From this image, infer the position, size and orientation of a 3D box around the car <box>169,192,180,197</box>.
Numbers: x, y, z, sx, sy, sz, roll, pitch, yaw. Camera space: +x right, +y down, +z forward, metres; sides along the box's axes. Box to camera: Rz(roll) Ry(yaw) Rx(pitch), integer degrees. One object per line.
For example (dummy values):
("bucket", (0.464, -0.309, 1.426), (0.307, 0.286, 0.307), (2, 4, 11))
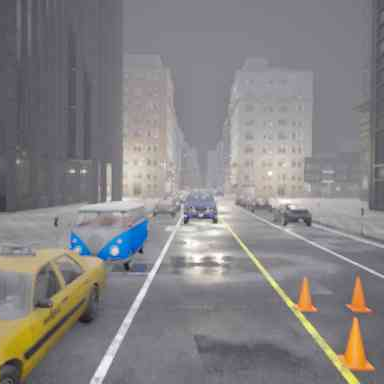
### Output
("car", (-2.046, 1.067, 32.781), (1.967, 1.590, 4.097), (0, 1, 1))

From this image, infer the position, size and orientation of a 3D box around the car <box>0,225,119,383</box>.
("car", (-2.457, 1.460, 4.414), (1.752, 1.417, 4.829), (0, 1, 1))

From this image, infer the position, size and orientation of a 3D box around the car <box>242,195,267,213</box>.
("car", (6.479, 1.136, 32.633), (1.967, 1.590, 4.097), (0, 1, 1))

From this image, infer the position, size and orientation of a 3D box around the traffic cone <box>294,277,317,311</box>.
("traffic cone", (2.152, 1.907, 6.327), (0.340, 0.580, 0.340), (0, 1, 1))

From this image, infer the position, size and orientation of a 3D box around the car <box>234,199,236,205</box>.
("car", (6.641, 1.109, 43.912), (1.887, 1.381, 4.507), (0, 1, 1))

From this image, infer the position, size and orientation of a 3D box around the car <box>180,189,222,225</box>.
("car", (0.573, 0.987, 22.533), (2.150, 2.045, 5.566), (0, 1, 1))

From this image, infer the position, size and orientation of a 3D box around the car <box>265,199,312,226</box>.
("car", (6.315, 1.375, 21.358), (2.008, 1.369, 4.403), (0, 1, 1))

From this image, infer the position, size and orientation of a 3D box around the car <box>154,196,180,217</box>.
("car", (-2.128, 1.273, 27.142), (1.802, 1.307, 4.206), (0, 1, 1))

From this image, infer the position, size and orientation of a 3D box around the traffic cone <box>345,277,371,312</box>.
("traffic cone", (3.152, 1.915, 6.313), (0.340, 0.580, 0.340), (0, 1, 1))

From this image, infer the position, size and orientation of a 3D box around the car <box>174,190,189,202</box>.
("car", (-1.719, 0.680, 55.334), (2.192, 1.841, 5.009), (0, 1, 1))

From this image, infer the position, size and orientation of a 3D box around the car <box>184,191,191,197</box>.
("car", (-1.250, 0.451, 87.818), (1.752, 1.417, 4.829), (1, 1, 1))

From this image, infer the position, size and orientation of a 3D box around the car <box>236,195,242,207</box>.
("car", (6.559, 1.212, 38.274), (1.802, 1.307, 4.206), (0, 1, 1))

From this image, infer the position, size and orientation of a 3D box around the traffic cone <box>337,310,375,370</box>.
("traffic cone", (2.124, 1.927, 4.327), (0.340, 0.580, 0.340), (0, 1, 1))

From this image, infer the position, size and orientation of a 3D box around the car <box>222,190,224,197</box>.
("car", (7.279, 0.308, 87.835), (2.192, 1.841, 5.009), (1, 1, 1))

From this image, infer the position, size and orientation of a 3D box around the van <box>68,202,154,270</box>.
("van", (-2.371, 1.218, 10.223), (1.690, 1.788, 3.998), (0, 1, 1))

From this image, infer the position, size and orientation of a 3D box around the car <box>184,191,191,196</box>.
("car", (-1.166, 0.409, 93.643), (1.947, 1.339, 4.313), (1, 1, 1))

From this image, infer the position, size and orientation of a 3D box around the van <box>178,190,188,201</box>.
("van", (-1.638, 0.638, 60.975), (1.690, 1.788, 3.998), (0, 1, 1))
